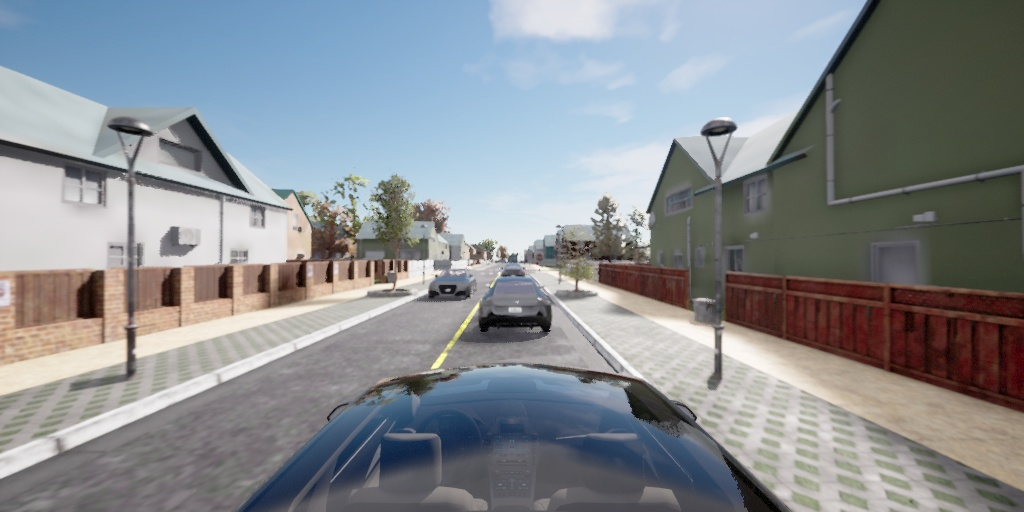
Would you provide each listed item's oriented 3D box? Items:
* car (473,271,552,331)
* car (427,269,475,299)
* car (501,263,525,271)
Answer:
[{"bbox_3d":[0.087,1.320,11.006,1.994,1.385,4.181,0,0,0],"label":"car"},{"bbox_3d":[-2.848,1.328,17.907,1.994,1.385,4.181,0,0,0],"label":"car"},{"bbox_3d":[0.088,1.308,28.399,1.812,1.442,4.674,0,0,0],"label":"car"}]
